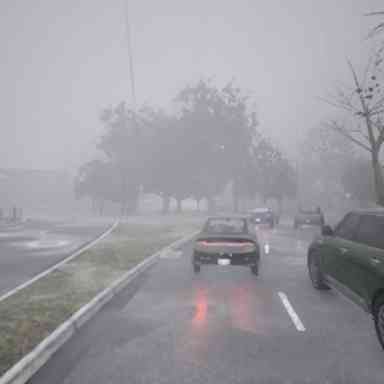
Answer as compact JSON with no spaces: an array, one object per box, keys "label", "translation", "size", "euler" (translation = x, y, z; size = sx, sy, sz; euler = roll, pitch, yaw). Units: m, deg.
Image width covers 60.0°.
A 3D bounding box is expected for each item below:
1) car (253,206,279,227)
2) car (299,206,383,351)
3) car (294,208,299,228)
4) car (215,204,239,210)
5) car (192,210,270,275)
[{"label":"car","translation":[5.345,1.788,24.799],"size":[1.812,1.442,4.674],"euler":[-1,-1,22]},{"label":"car","translation":[3.785,1.250,5.894],"size":[2.150,2.045,5.566],"euler":[0,0,4]},{"label":"car","translation":[8.319,1.712,23.516],"size":[2.128,1.511,4.902],"euler":[-1,-1,22]},{"label":"car","translation":[7.373,3.222,69.590],"size":[5.008,1.535,1.882],"euler":[-1,-2,21]},{"label":"car","translation":[1.168,1.554,10.746],"size":[2.128,1.511,4.902],"euler":[0,0,9]}]
